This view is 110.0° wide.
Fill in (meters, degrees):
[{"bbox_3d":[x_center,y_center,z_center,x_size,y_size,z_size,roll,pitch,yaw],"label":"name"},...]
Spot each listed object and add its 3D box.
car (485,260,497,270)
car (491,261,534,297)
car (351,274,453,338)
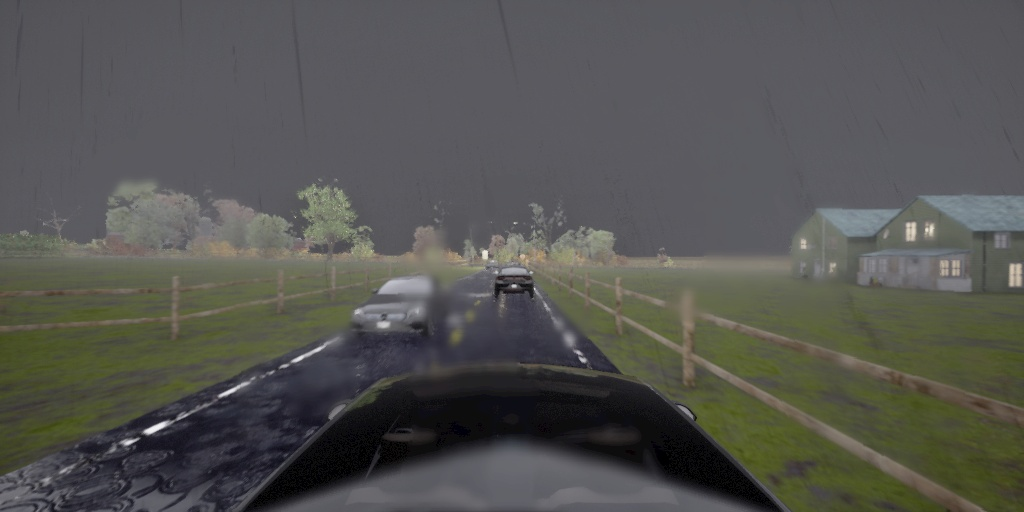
[{"bbox_3d":[-2.815,1.326,53.422,1.994,1.385,4.181,0,0,0],"label":"car"},{"bbox_3d":[0.100,1.222,18.758,1.882,1.535,5.008,0,0,0],"label":"car"},{"bbox_3d":[-2.851,1.272,10.288,1.812,1.442,4.674,0,0,0],"label":"car"}]
